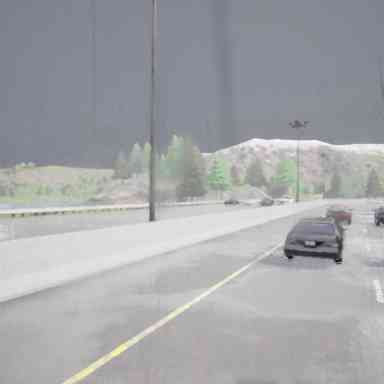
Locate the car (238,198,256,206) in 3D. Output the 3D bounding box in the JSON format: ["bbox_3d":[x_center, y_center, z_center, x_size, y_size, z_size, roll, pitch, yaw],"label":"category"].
[{"bbox_3d":[11.187,1.976,65.019,1.812,1.442,4.674,0,0,27],"label":"car"}]

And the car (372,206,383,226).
[{"bbox_3d":[15.033,1.783,25.349,1.837,1.490,4.892,0,0,27],"label":"car"}]

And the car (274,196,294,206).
[{"bbox_3d":[17.451,1.714,61.908,2.150,2.045,5.566,0,0,27],"label":"car"}]

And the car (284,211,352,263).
[{"bbox_3d":[4.794,1.658,12.567,2.033,1.411,5.357,0,0,27],"label":"car"}]

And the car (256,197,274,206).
[{"bbox_3d":[14.358,1.825,63.552,2.097,1.767,4.553,0,0,27],"label":"car"}]

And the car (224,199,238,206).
[{"bbox_3d":[8.037,2.027,66.524,1.895,1.301,4.718,0,0,27],"label":"car"}]

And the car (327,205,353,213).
[{"bbox_3d":[12.073,1.783,27.254,1.812,1.442,4.674,0,0,27],"label":"car"}]
